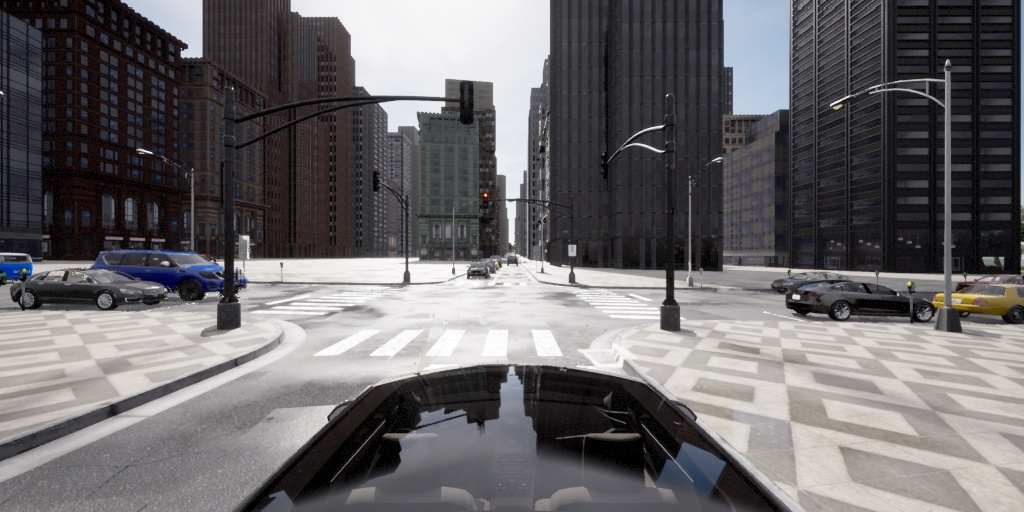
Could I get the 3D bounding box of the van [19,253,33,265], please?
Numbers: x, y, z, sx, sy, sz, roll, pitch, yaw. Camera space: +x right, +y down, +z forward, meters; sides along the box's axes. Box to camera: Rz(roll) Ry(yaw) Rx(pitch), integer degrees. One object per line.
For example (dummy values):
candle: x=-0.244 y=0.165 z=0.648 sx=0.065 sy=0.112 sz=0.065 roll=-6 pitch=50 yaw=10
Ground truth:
van: x=-31.118 y=0.680 z=21.191 sx=3.998 sy=1.789 sz=1.690 roll=0 pitch=0 yaw=0

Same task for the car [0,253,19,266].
car: x=-25.573 y=0.639 z=15.414 sx=5.566 sy=2.045 sz=2.150 roll=1 pitch=0 yaw=0

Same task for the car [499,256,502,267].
car: x=-2.954 y=0.973 z=63.188 sx=2.150 sy=2.045 sz=5.566 roll=0 pitch=0 yaw=1

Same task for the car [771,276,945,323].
car: x=12.143 y=1.524 z=12.690 sx=4.313 sy=1.339 sz=1.948 roll=0 pitch=0 yaw=0

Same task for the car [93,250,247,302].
car: x=-14.639 y=0.790 z=15.393 sx=5.566 sy=2.045 sz=2.150 roll=0 pitch=0 yaw=0

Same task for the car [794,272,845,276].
car: x=17.808 y=1.591 z=21.206 sx=4.403 sy=1.370 sz=2.007 roll=0 pitch=0 yaw=0

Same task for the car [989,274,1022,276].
car: x=29.094 y=1.766 z=21.187 sx=4.507 sy=1.381 sz=1.888 roll=0 pitch=0 yaw=0

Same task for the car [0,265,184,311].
car: x=-14.765 y=1.116 z=12.638 sx=4.403 sy=1.370 sz=2.007 roll=0 pitch=0 yaw=0

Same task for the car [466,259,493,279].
car: x=-3.055 y=1.254 z=33.235 sx=1.837 sy=1.490 sz=4.892 roll=0 pitch=0 yaw=0

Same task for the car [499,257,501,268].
car: x=-3.017 y=1.227 z=52.486 sx=1.882 sy=1.535 sz=5.008 roll=0 pitch=0 yaw=0

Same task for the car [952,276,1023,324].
car: x=17.955 y=1.571 z=12.680 sx=4.829 sy=1.417 sz=1.751 roll=0 pitch=0 yaw=0

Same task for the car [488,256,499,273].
car: x=-3.038 y=1.102 z=42.288 sx=2.097 sy=1.767 sz=4.553 roll=0 pitch=0 yaw=0
